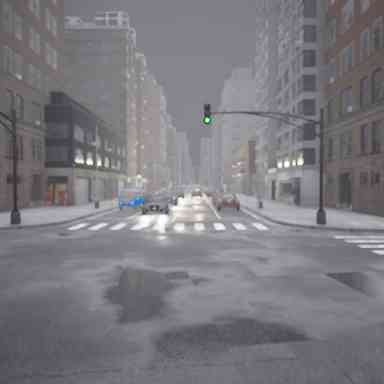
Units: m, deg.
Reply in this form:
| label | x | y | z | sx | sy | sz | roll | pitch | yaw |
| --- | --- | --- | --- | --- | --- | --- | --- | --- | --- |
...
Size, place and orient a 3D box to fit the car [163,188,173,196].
| label | x | y | z | sx | sy | sz | roll | pitch | yaw |
| --- | --- | --- | --- | --- | --- | --- | --- | --- | --- |
| car | -4.866 | -0.013 | 68.098 | 1.752 | 1.417 | 4.829 | 0 | 1 | 1 |

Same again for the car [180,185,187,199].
| label | x | y | z | sx | sy | sz | roll | pitch | yaw |
| --- | --- | --- | --- | --- | --- | --- | --- | --- | --- |
| car | -2.296 | 0.043 | 51.904 | 2.150 | 2.045 | 5.566 | 0 | 1 | 1 |

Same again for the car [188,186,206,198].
| label | x | y | z | sx | sy | sz | roll | pitch | yaw |
| --- | --- | --- | --- | --- | --- | --- | --- | --- | --- |
| car | 0.819 | 0.221 | 55.874 | 2.128 | 1.511 | 4.902 | 0 | 1 | 1 |

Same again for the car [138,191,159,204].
| label | x | y | z | sx | sy | sz | roll | pitch | yaw |
| --- | --- | --- | --- | --- | --- | --- | --- | --- | --- |
| car | -5.259 | 0.645 | 40.661 | 1.947 | 1.339 | 4.313 | 0 | 1 | 1 |

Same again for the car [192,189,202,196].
| label | x | y | z | sx | sy | sz | roll | pitch | yaw |
| --- | --- | --- | --- | --- | --- | --- | --- | --- | --- |
| car | 0.967 | 0.063 | 66.291 | 1.994 | 1.385 | 4.181 | 0 | 1 | 1 |

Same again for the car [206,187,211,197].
| label | x | y | z | sx | sy | sz | roll | pitch | yaw |
| --- | --- | --- | --- | --- | --- | --- | --- | --- | --- |
| car | 3.503 | 0.265 | 57.116 | 1.947 | 1.339 | 4.313 | 0 | 1 | 1 |

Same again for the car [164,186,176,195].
| label | x | y | z | sx | sy | sz | roll | pitch | yaw |
| --- | --- | --- | --- | --- | --- | --- | --- | --- | --- |
| car | -4.785 | -0.351 | 73.786 | 2.192 | 1.841 | 5.009 | 0 | 1 | 1 |

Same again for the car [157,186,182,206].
| label | x | y | z | sx | sy | sz | roll | pitch | yaw |
| --- | --- | --- | --- | --- | --- | --- | --- | --- | --- |
| car | -2.555 | 0.530 | 36.114 | 2.097 | 1.767 | 4.553 | 0 | 1 | 1 |

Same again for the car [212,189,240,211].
| label | x | y | z | sx | sy | sz | roll | pitch | yaw |
| --- | --- | --- | --- | --- | --- | --- | --- | --- | --- |
| car | 3.108 | 0.760 | 29.498 | 1.967 | 1.590 | 4.097 | 0 | 1 | 1 |

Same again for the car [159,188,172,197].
| label | x | y | z | sx | sy | sz | roll | pitch | yaw |
| --- | --- | --- | --- | --- | --- | --- | --- | --- | --- |
| car | -4.942 | 0.022 | 62.745 | 1.967 | 1.590 | 4.097 | 0 | 1 | 1 |

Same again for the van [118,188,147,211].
| label | x | y | z | sx | sy | sz | roll | pitch | yaw |
| --- | --- | --- | --- | --- | --- | --- | --- | --- | --- |
| van | -5.418 | 0.668 | 29.613 | 1.690 | 1.788 | 3.998 | 0 | 1 | 1 |

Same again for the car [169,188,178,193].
| label | x | y | z | sx | sy | sz | roll | pitch | yaw |
| --- | --- | --- | --- | --- | --- | --- | --- | --- | --- |
| car | -4.626 | -0.349 | 84.834 | 1.947 | 1.339 | 4.313 | 0 | 1 | 1 |

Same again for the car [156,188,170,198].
| label | x | y | z | sx | sy | sz | roll | pitch | yaw |
| --- | --- | --- | --- | --- | --- | --- | --- | --- | --- |
| car | -5.021 | 0.146 | 57.223 | 1.967 | 1.590 | 4.097 | 0 | 1 | 1 |

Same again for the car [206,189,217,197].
| label | x | y | z | sx | sy | sz | roll | pitch | yaw |
| --- | --- | --- | --- | --- | --- | --- | --- | --- | --- |
| car | 3.583 | 0.141 | 62.639 | 1.947 | 1.339 | 4.313 | 0 | 1 | 1 |

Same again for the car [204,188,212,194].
| label | x | y | z | sx | sy | sz | roll | pitch | yaw |
| --- | --- | --- | --- | --- | --- | --- | --- | --- | --- |
| car | 3.821 | -0.216 | 79.209 | 1.802 | 1.307 | 4.206 | 0 | 1 | 1 |

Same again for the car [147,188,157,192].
| label | x | y | z | sx | sy | sz | roll | pitch | yaw |
| --- | --- | --- | --- | --- | --- | --- | --- | --- | --- |
| car | -5.339 | 0.518 | 35.134 | 2.192 | 1.841 | 5.009 | 0 | 1 | 1 |

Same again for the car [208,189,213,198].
| label | x | y | z | sx | sy | sz | roll | pitch | yaw |
| --- | --- | --- | --- | --- | --- | --- | --- | --- | --- |
| car | 3.266 | 0.653 | 40.547 | 1.802 | 1.307 | 4.206 | 0 | 1 | 1 |

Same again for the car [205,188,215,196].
| label | x | y | z | sx | sy | sz | roll | pitch | yaw |
| --- | --- | --- | --- | --- | --- | --- | --- | --- | --- |
| car | 3.662 | -0.005 | 68.162 | 1.887 | 1.381 | 4.507 | 0 | 1 | 1 |

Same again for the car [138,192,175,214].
| label | x | y | z | sx | sy | sz | roll | pitch | yaw |
| --- | --- | --- | --- | --- | --- | --- | --- | --- | --- |
| car | -2.701 | 0.967 | 26.088 | 1.994 | 1.385 | 4.181 | 0 | 1 | 1 |

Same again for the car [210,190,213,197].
| label | x | y | z | sx | sy | sz | roll | pitch | yaw |
| --- | --- | --- | --- | --- | --- | --- | --- | --- | --- |
| car | 3.187 | 0.761 | 35.024 | 1.947 | 1.339 | 4.313 | 0 | 1 | 1 |

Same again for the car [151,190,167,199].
| label | x | y | z | sx | sy | sz | roll | pitch | yaw |
| --- | --- | --- | --- | --- | --- | --- | --- | --- | --- |
| car | -5.101 | 0.381 | 51.704 | 2.008 | 1.369 | 4.403 | 0 | 1 | 1 |

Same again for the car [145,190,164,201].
| label | x | y | z | sx | sy | sz | roll | pitch | yaw |
| --- | --- | --- | --- | --- | --- | --- | --- | --- | --- |
| car | -5.180 | 0.505 | 46.183 | 2.008 | 1.369 | 4.403 | 0 | 1 | 1 |
